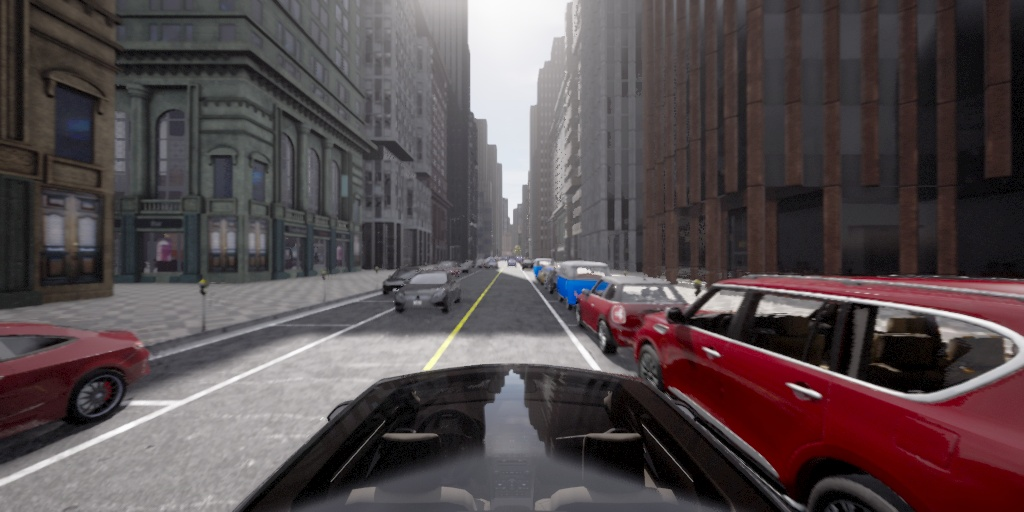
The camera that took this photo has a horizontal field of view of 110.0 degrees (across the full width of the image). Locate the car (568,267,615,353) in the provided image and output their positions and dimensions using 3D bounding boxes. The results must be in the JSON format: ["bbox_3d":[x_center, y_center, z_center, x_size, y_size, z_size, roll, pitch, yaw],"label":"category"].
[{"bbox_3d":[2.760,1.198,8.812,1.967,1.591,4.097,0,0,0],"label":"car"}]

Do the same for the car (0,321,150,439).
[{"bbox_3d":[-5.764,1.334,3.167,1.802,1.307,4.207,0,0,0],"label":"car"}]

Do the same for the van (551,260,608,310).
[{"bbox_3d":[2.759,1.105,14.448,1.690,1.789,3.998,0,0,0],"label":"van"}]

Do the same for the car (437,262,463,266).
[{"bbox_3d":[-5.769,1.225,31.349,1.967,1.591,4.097,0,0,0],"label":"car"}]

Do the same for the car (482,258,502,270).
[{"bbox_3d":[-3.071,1.385,55.162,1.994,1.385,4.181,0,0,0],"label":"car"}]

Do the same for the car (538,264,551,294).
[{"bbox_3d":[2.758,1.321,20.085,2.007,1.370,4.403,0,0,0],"label":"car"}]

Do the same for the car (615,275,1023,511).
[{"bbox_3d":[2.761,1.066,3.175,2.192,1.841,5.009,0,0,0],"label":"car"}]

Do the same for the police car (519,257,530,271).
[{"bbox_3d":[2.356,1.240,51.086,1.930,1.638,5.238,0,0,0],"label":"police car"}]

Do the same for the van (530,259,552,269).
[{"bbox_3d":[2.756,1.126,31.358,1.690,1.789,3.998,0,0,0],"label":"van"}]

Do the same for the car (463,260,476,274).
[{"bbox_3d":[-5.771,1.368,42.621,1.948,1.339,4.313,0,0,0],"label":"car"}]

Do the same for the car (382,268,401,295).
[{"bbox_3d":[-5.767,1.336,20.077,1.948,1.339,4.313,0,0,0],"label":"car"}]

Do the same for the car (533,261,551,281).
[{"bbox_3d":[2.757,1.303,25.891,1.751,1.417,4.829,0,0,0],"label":"car"}]

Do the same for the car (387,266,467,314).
[{"bbox_3d":[-3.103,1.289,14.102,1.812,1.442,4.674,0,0,0],"label":"car"}]

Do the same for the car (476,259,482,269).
[{"bbox_3d":[-5.774,1.394,59.530,1.948,1.339,4.313,0,0,0],"label":"car"}]
